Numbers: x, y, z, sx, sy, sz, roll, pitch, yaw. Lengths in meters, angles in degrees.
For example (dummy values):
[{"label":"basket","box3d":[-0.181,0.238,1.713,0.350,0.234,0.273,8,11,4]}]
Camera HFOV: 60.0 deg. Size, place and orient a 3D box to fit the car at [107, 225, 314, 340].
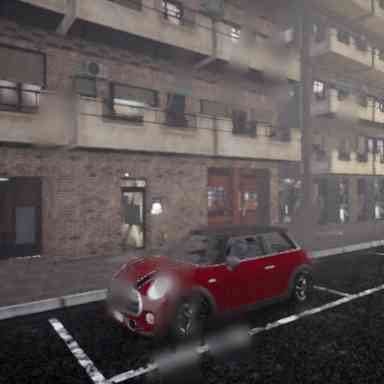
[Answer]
[{"label":"car","box3d":[0.461,1.435,6.439,4.097,1.590,1.967,0,-1,-35]}]
